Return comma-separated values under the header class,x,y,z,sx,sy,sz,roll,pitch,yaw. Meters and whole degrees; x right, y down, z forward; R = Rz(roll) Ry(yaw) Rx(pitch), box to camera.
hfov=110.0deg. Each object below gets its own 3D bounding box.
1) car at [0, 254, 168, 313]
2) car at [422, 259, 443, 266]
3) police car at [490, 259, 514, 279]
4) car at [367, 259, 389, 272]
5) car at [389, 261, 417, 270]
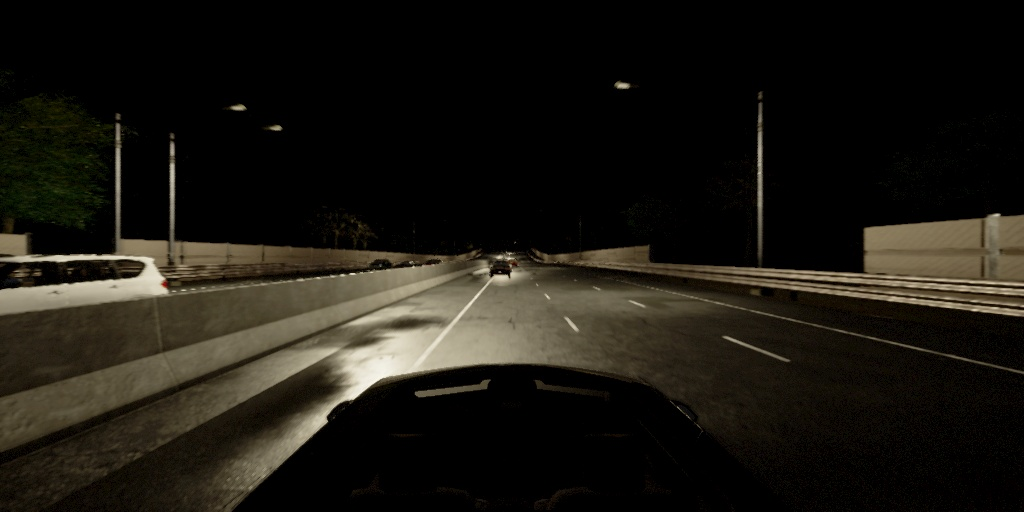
class,x,y,z,sx,sy,sz,roll,pitch,yaw
car,-10.597,0.975,7.625,2.150,2.045,5.566,0,0,0
car,-10.545,1.205,48.016,2.097,1.767,4.553,0,0,1
police car,-1.047,1.209,33.664,1.930,1.638,5.238,0,0,0
car,-17.548,1.204,47.731,2.097,1.767,4.553,0,0,1
car,-14.041,1.398,47.633,2.033,1.411,5.357,0,0,1
